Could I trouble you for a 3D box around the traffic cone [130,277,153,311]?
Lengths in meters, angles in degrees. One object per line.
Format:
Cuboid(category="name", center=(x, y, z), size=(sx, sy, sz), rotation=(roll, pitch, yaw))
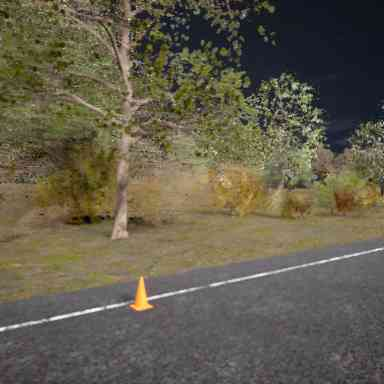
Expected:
Cuboid(category="traffic cone", center=(-0.992, 1.964, 6.550), size=(0.340, 0.580, 0.340), rotation=(0, 0, -36))
